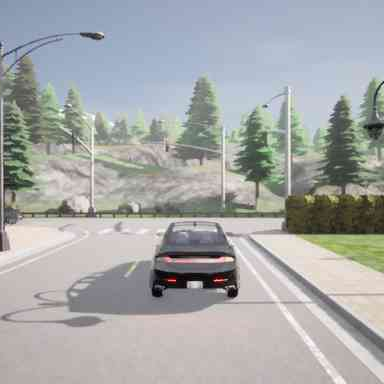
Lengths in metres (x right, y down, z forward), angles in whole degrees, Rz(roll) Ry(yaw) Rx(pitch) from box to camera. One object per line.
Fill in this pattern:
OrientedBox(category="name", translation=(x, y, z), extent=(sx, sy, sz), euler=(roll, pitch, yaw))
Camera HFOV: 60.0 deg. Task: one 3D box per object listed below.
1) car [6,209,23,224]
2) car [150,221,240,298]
OrientedBox(category="car", translation=(-14.236, 1.519, 22.833), extent=(4.892, 1.490, 1.837), euler=(0, 0, 0))
OrientedBox(category="car", translation=(0.073, 1.491, 8.534), extent=(2.128, 1.511, 4.902), euler=(0, 0, 0))
